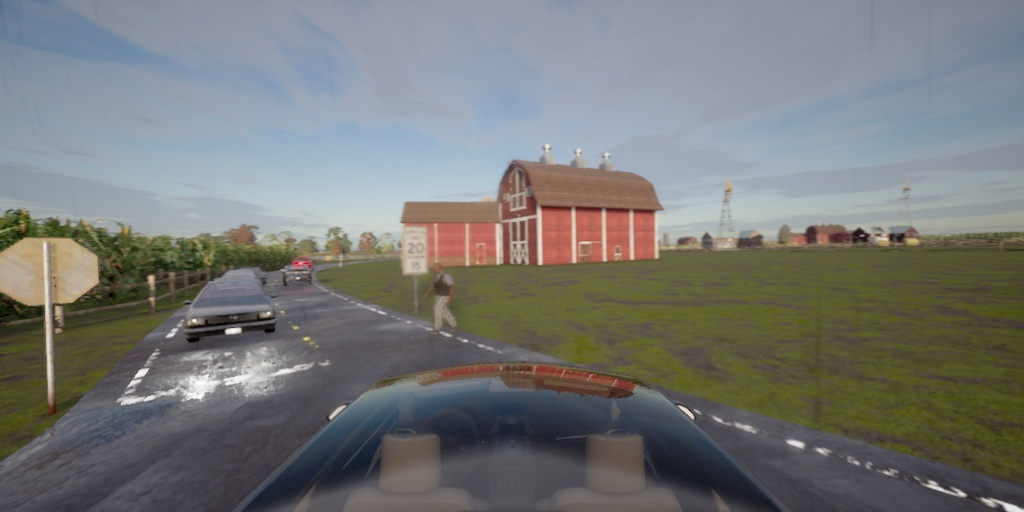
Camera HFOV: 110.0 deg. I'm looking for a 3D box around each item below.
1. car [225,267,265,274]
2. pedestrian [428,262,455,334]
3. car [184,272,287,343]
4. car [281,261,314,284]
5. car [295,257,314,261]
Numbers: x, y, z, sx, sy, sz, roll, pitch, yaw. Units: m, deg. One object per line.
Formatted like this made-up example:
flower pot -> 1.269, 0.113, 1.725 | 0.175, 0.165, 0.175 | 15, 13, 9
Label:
car -> -14.012, 1.456, 18.521 | 1.812, 1.442, 4.674 | -1, 0, -35
pedestrian -> -1.766, 1.026, 8.949 | 0.375, 1.860, 0.375 | -3, 2, -39
car -> -8.226, 1.410, 10.625 | 2.033, 1.411, 5.357 | -2, 1, -37
car -> -16.806, 1.412, 27.987 | 2.128, 1.511, 4.902 | -1, 1, -32
car -> -28.328, 1.189, 48.812 | 2.150, 2.045, 5.566 | -1, -1, -26
